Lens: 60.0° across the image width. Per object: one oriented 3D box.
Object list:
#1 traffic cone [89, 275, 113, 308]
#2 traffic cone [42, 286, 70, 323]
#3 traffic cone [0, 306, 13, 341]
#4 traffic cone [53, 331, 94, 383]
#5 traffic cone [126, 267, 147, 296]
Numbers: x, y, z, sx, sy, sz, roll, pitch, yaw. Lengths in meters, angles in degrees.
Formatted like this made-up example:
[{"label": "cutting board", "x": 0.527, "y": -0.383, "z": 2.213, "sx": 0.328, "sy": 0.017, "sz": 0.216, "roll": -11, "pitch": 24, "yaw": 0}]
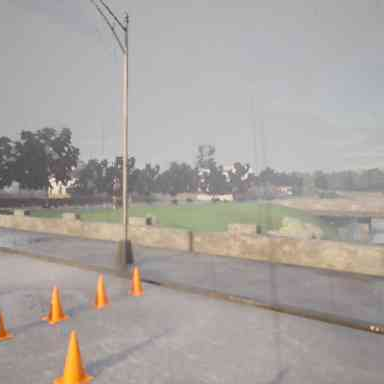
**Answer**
[{"label": "traffic cone", "x": -1.864, "y": 2.004, "z": 6.813, "sx": 0.340, "sy": 0.580, "sz": 0.340, "roll": 0, "pitch": -1, "yaw": 36}, {"label": "traffic cone", "x": -2.453, "y": 1.995, "z": 6.006, "sx": 0.340, "sy": 0.580, "sz": 0.340, "roll": 0, "pitch": -1, "yaw": 36}, {"label": "traffic cone", "x": -3.043, "y": 1.986, "z": 5.198, "sx": 0.340, "sy": 0.580, "sz": 0.340, "roll": 0, "pitch": -1, "yaw": 36}, {"label": "traffic cone", "x": -1.428, "y": 1.984, "z": 4.019, "sx": 0.340, "sy": 0.580, "sz": 0.340, "roll": 0, "pitch": -1, "yaw": 36}, {"label": "traffic cone", "x": -1.274, "y": 2.013, "z": 7.621, "sx": 0.340, "sy": 0.580, "sz": 0.340, "roll": 0, "pitch": -1, "yaw": 36}]
